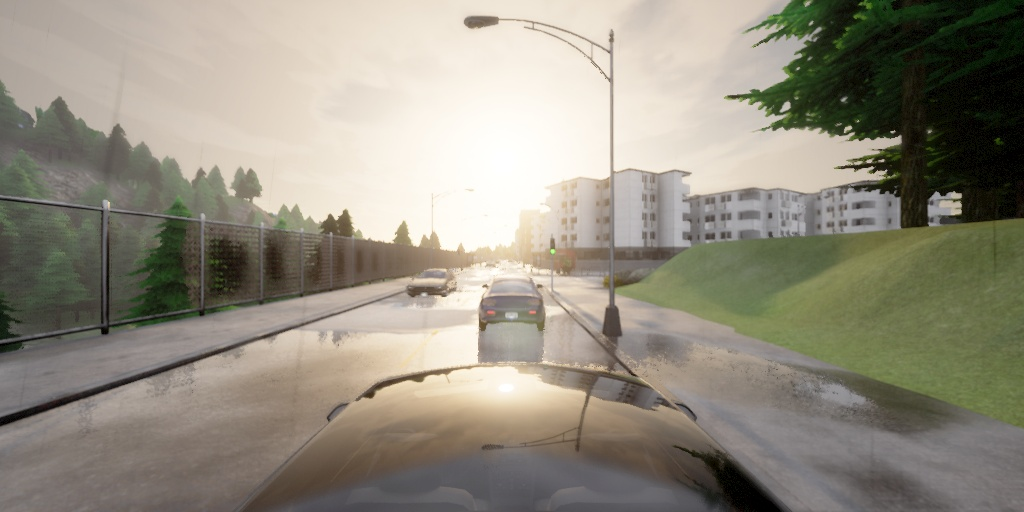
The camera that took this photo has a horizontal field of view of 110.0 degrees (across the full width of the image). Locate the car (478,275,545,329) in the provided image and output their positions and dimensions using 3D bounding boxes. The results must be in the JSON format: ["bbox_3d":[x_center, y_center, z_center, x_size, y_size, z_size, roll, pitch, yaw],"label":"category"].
[{"bbox_3d":[0.004,1.317,11.244,1.812,1.442,4.674,0,0,0],"label":"car"}]

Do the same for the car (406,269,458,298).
[{"bbox_3d":[-4.096,1.409,19.350,2.033,1.411,5.357,0,0,0],"label":"car"}]
